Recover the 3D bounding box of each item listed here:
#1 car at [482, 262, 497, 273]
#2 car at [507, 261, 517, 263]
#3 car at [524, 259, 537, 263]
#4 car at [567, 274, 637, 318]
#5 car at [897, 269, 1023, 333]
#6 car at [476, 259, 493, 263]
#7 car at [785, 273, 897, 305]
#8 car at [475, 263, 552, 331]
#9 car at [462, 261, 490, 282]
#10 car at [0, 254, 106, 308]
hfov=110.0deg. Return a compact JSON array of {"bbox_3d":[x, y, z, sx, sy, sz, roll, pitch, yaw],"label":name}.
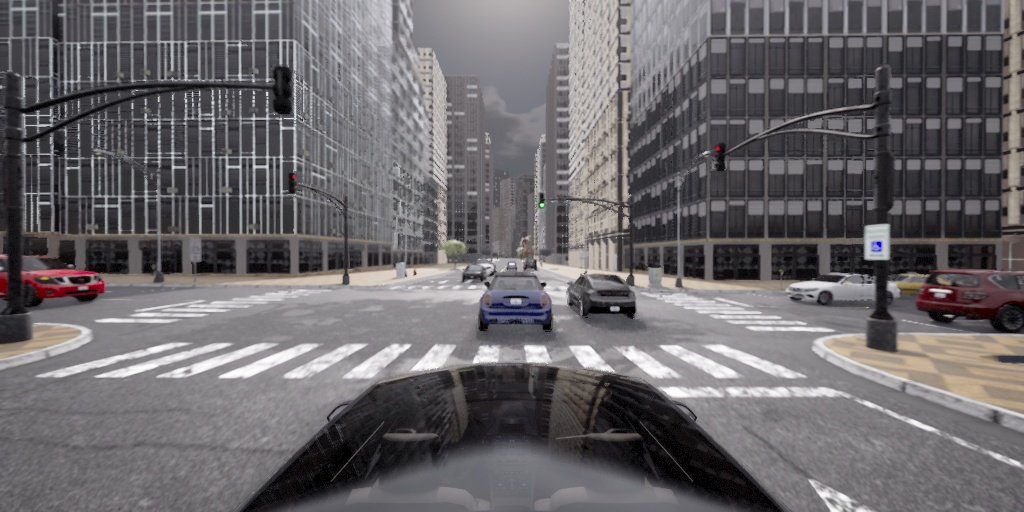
[{"bbox_3d":[-3.263,1.696,52.770,1.837,1.490,4.892,0,0,0],"label":"car"},{"bbox_3d":[-0.011,1.845,63.691,1.994,1.385,4.181,0,0,0],"label":"car"},{"bbox_3d":[3.239,1.491,62.293,2.150,2.045,5.566,0,0,0],"label":"car"},{"bbox_3d":[3.354,1.445,14.080,1.837,1.490,4.892,0,1,0],"label":"car"},{"bbox_3d":[16.191,1.373,11.533,5.009,1.841,2.192,0,0,1],"label":"car"},{"bbox_3d":[-3.337,1.327,42.393,2.150,2.045,5.566,0,0,0],"label":"car"},{"bbox_3d":[15.890,1.543,17.320,4.674,1.442,1.812,0,0,-1],"label":"car"},{"bbox_3d":[0.109,1.270,12.038,2.097,1.767,4.553,1,0,0],"label":"car"},{"bbox_3d":[-3.349,1.499,32.442,1.882,1.535,5.008,0,0,0],"label":"car"},{"bbox_3d":[-20.284,0.945,14.720,5.566,2.045,2.150,0,0,1],"label":"car"}]
